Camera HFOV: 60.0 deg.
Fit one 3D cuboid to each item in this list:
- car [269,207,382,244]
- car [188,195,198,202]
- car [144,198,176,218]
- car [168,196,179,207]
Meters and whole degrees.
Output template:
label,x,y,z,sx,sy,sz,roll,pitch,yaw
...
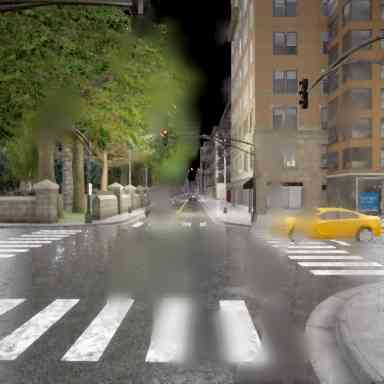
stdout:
label,x,y,z,sx,sy,sz,roll,pitch,yaw
car,6.120,1.486,15.456,5.008,1.535,1.882,0,0,-4
car,0.210,1.424,70.816,1.812,1.442,4.674,0,0,0
car,-2.998,1.526,30.708,2.033,1.411,5.357,0,0,4
car,-2.997,1.465,40.780,1.837,1.490,4.892,0,0,0
